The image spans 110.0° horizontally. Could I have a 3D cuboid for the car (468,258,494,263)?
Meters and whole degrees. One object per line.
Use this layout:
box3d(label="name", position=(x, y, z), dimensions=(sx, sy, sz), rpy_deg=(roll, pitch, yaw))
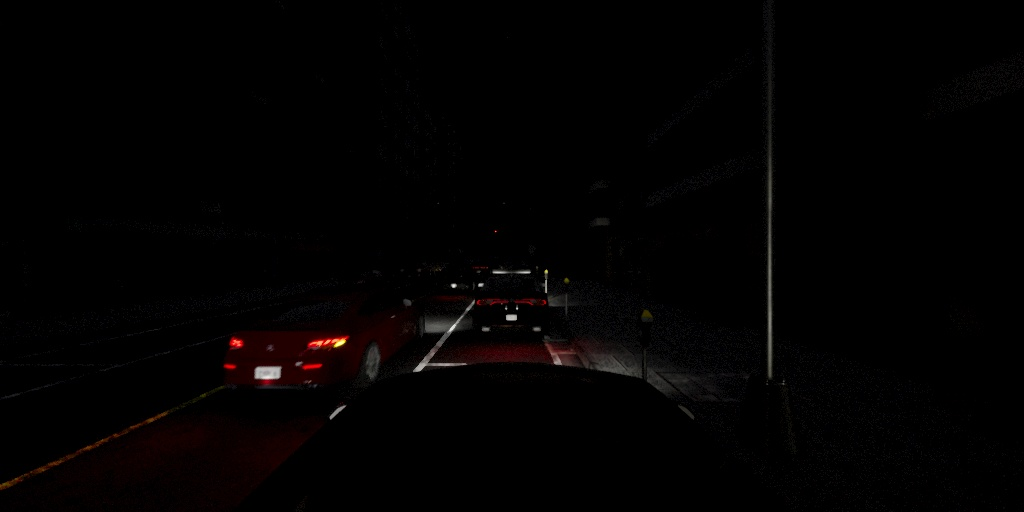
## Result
box3d(label="car", position=(-2.975, 1.256, 35.868), dimensions=(1.837, 1.490, 4.892), rpy_deg=(0, 0, 1))

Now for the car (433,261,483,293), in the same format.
box3d(label="car", position=(-2.974, 1.256, 20.863), dimensions=(1.837, 1.490, 4.892), rpy_deg=(0, 0, 0))

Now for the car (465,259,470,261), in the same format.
box3d(label="car", position=(-5.795, 1.298, 43.788), dimensions=(2.033, 1.411, 5.357), rpy_deg=(0, 0, 1))

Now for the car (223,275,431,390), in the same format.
box3d(label="car", position=(-3.019, 1.275, 6.744), dimensions=(1.812, 1.442, 4.674), rpy_deg=(0, 0, 0))

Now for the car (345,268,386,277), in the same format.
box3d(label="car", position=(-8.408, 1.332, 20.388), dimensions=(1.802, 1.307, 4.207), rpy_deg=(0, 0, 0))

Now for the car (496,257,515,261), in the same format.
box3d(label="car", position=(-0.383, 1.190, 36.951), dimensions=(1.967, 1.591, 4.097), rpy_deg=(0, 0, 0))

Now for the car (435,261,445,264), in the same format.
box3d(label="car", position=(-8.408, 1.275, 36.773), dimensions=(1.751, 1.417, 4.829), rpy_deg=(0, 0, 0))

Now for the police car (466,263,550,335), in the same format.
box3d(label="police car", position=(-0.012, 1.175, 10.610), dimensions=(1.930, 1.638, 5.238), rpy_deg=(0, 0, 0))

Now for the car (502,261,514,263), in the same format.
box3d(label="car", position=(-0.383, 1.300, 25.913), dimensions=(2.007, 1.370, 4.403), rpy_deg=(0, 0, 0))

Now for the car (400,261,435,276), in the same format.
box3d(label="car", position=(-8.408, 1.190, 31.425), dimensions=(1.967, 1.591, 4.097), rpy_deg=(0, 0, 0))
